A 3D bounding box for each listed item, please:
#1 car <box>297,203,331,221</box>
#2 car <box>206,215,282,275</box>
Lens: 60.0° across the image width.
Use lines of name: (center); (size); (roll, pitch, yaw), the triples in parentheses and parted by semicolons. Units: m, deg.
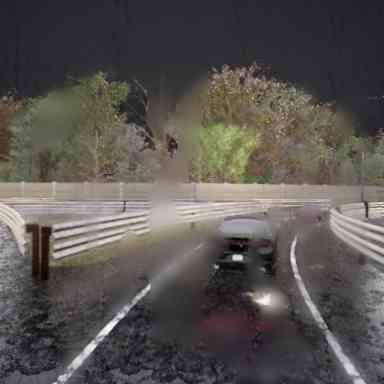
car: (10.094, 1.554, 26.935); (1.994, 1.385, 4.181); (0, 0, 39)
car: (1.784, 1.460, 10.633); (1.882, 1.535, 5.008); (0, 0, 15)
